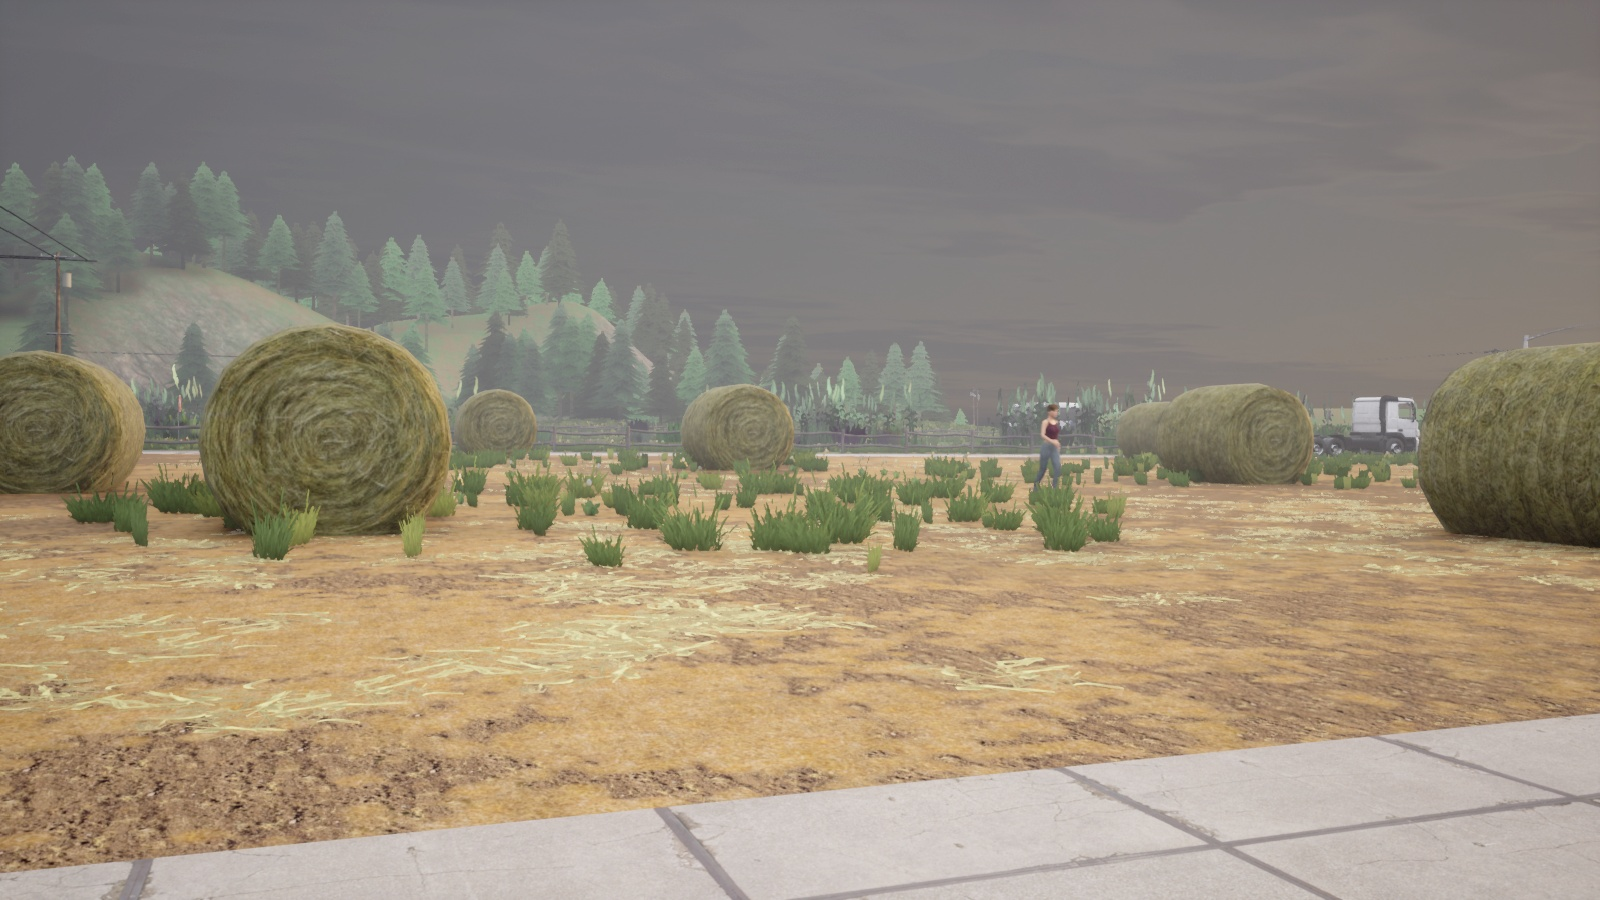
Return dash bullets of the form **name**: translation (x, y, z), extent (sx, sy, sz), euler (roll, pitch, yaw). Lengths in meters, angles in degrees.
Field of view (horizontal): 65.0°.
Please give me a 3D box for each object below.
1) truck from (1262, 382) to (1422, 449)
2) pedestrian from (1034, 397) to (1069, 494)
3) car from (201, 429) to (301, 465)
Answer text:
- **truck**: translation (29.346, -1.891, 68.004), extent (7.936, 3.462, 2.891), euler (-1, 1, -17)
- **pedestrian**: translation (4.802, -0.093, 24.014), extent (0.345, 1.836, 0.594), euler (-1, 1, -28)
- **car**: translation (-24.129, -0.149, 55.368), extent (3.806, 1.475, 1.970), euler (-1, 1, -17)
